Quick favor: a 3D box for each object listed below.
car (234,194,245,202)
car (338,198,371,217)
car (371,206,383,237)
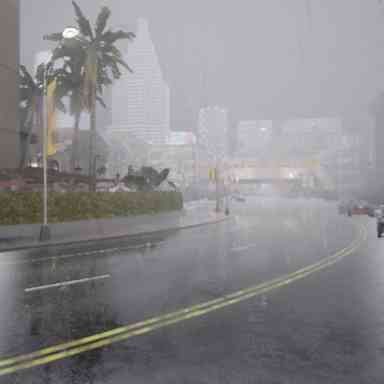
[{"bbox_3d":[11.409,1.512,77.560,2.097,1.535,5.008,0,0,7],"label":"car"},{"bbox_3d":[15.275,1.367,31.327,2.097,1.767,4.553,0,0,11],"label":"car"},{"bbox_3d":[10.834,1.501,17.638,2.128,1.511,4.902,0,0,29],"label":"car"}]
